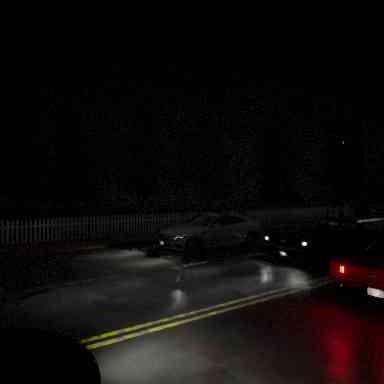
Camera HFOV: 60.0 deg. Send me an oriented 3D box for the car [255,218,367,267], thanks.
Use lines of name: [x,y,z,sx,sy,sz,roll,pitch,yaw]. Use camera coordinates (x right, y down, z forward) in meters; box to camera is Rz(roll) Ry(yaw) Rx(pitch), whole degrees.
car: [4.626,1.601,11.601,4.718,1.301,1.895,0,0,-36]

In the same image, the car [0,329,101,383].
car: [-2.819,1.526,1.759,4.674,1.442,1.812,0,0,-36]

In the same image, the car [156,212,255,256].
car: [0.828,1.526,13.172,4.674,1.442,1.812,0,0,-36]

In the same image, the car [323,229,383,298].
car: [5.254,1.601,7.519,4.718,1.301,1.895,0,0,-35]
